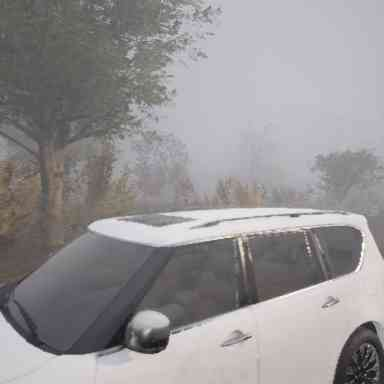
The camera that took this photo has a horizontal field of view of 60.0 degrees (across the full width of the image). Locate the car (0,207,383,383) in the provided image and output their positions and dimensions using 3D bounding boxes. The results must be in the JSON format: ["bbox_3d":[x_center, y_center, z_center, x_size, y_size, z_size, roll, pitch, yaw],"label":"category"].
[{"bbox_3d":[-0.198,1.221,3.199,5.566,2.045,2.150,0,0,-35],"label":"car"}]
